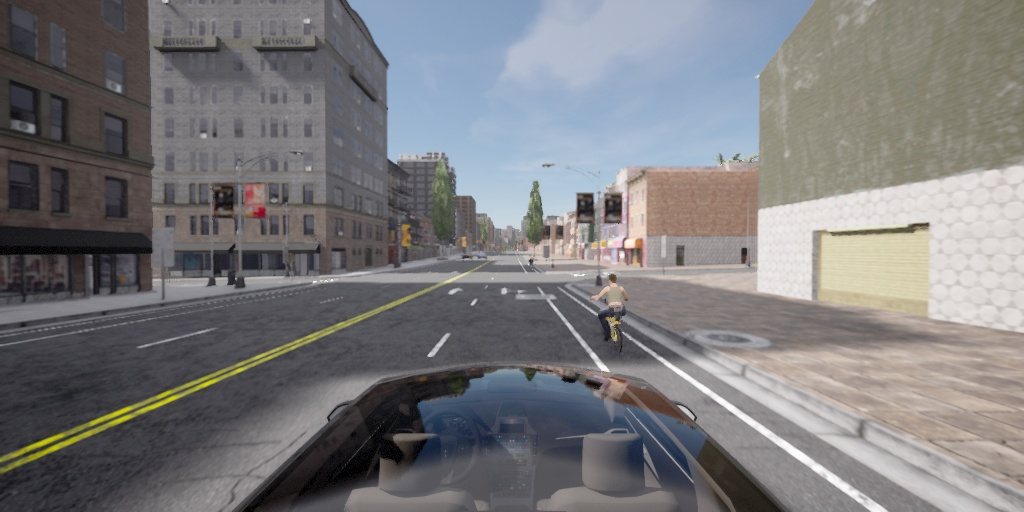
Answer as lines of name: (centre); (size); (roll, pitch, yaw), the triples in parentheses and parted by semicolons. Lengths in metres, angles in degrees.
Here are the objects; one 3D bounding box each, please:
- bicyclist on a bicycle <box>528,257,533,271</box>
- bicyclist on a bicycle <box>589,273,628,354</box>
bicyclist on a bicycle: (2.254, 0.960, 42.724); (0.659, 1.776, 1.843); (0, 1, 0)
bicyclist on a bicycle: (2.161, 1.181, 7.792); (0.866, 1.612, 1.509); (0, 0, 0)
